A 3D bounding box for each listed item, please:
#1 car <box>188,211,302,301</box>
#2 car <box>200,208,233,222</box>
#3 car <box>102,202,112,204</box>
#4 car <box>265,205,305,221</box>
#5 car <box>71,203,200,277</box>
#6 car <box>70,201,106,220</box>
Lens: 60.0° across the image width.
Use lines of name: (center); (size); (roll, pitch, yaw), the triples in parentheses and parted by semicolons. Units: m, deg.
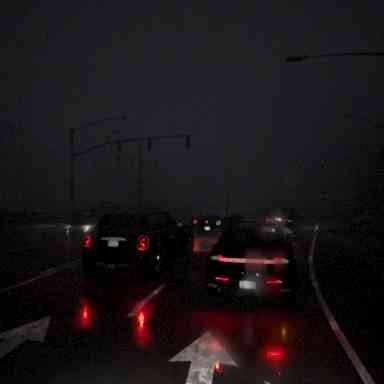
car: (1.576, 1.474, 8.415); (2.128, 1.511, 4.902); (0, 0, 13)
car: (1.578, 1.561, 18.980); (1.895, 1.301, 4.718); (0, 0, 21)
car: (-3.962, 1.541, 24.352); (2.033, 1.411, 5.357); (0, 0, 22)
car: (4.670, 1.468, 17.287); (1.837, 1.490, 4.892); (0, 0, 22)
car: (-1.426, 1.331, 10.501); (2.097, 1.767, 4.553); (0, 0, 16)
car: (-7.213, 1.469, 25.649); (1.882, 1.535, 5.008); (0, 0, 22)
